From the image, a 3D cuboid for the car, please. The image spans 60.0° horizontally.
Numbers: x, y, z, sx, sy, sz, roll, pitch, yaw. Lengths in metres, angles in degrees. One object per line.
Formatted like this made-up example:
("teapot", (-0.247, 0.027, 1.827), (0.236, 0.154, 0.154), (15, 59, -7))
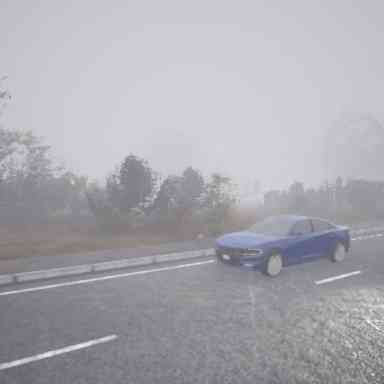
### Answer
("car", (2.946, 1.479, 10.401), (5.008, 1.535, 1.882), (0, 0, -36))
